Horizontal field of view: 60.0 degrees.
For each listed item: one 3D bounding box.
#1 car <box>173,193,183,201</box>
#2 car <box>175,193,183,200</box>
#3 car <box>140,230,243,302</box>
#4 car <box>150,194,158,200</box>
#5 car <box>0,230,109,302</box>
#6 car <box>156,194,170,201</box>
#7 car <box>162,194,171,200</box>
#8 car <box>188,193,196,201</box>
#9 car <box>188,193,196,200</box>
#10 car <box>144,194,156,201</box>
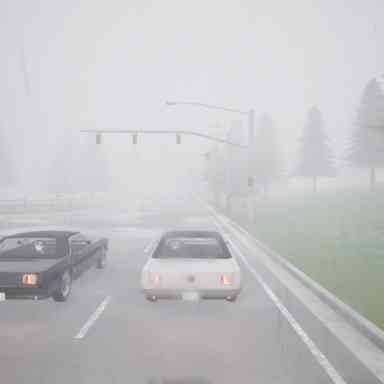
[{"bbox_3d":[-3.569,1.356,82.455,2.097,1.767,4.553,0,0,0],"label":"car"},{"bbox_3d":[-3.577,1.197,92.458,2.097,1.767,4.553,0,0,0],"label":"car"},{"bbox_3d":[0.006,1.602,8.234,1.895,1.301,4.718,0,0,0],"label":"car"},{"bbox_3d":[-10.577,1.366,92.482,1.812,1.442,4.674,0,0,0],"label":"car"},{"bbox_3d":[-3.494,1.602,8.231,1.895,1.301,4.718,0,0,0],"label":"car"},{"bbox_3d":[-7.069,1.525,82.065,2.128,1.511,4.902,0,0,0],"label":"car"},{"bbox_3d":[-7.077,1.382,92.485,2.033,1.411,5.357,0,0,0],"label":"car"},{"bbox_3d":[-0.069,1.525,82.071,2.128,1.511,4.902,0,0,0],"label":"car"},{"bbox_3d":[-0.077,1.197,92.461,2.097,1.767,4.553,0,0,0],"label":"car"},{"bbox_3d":[-10.569,1.596,82.509,1.895,1.301,4.718,0,0,0],"label":"car"}]
